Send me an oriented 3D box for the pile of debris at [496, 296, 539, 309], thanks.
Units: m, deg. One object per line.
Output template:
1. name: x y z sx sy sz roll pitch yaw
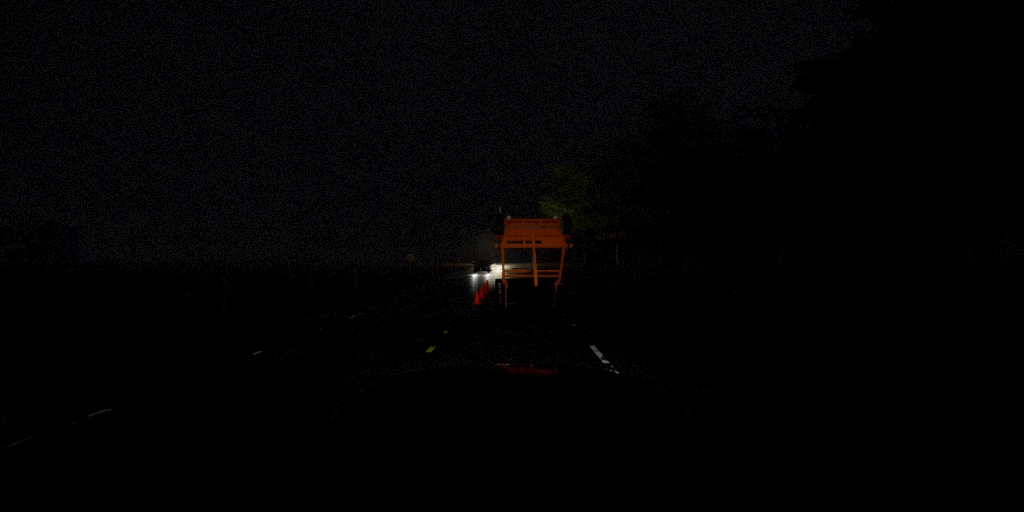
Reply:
1. pile of debris: 0.031 1.904 14.898 1.860 0.140 1.500 0 0 0

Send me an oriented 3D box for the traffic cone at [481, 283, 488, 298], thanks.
1. traffic cone: -1.449 1.692 16.895 0.340 0.580 0.340 0 0 0

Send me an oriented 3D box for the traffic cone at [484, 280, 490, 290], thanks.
1. traffic cone: -1.445 1.690 18.895 0.340 0.580 0.340 0 0 0

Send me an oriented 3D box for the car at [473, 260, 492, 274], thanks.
1. car: -3.408 1.209 41.514 1.837 1.490 4.892 0 0 0

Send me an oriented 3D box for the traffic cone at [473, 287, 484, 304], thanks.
1. traffic cone: -1.453 1.694 14.895 0.340 0.580 0.340 0 0 0

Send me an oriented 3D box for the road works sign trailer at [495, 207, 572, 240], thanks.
1. road works sign trailer: 0.635 -2.366 10.103 2.380 3.560 2.880 0 0 0

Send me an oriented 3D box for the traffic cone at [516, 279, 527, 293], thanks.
1. traffic cone: 0.558 1.688 20.890 0.340 0.580 0.340 0 0 0

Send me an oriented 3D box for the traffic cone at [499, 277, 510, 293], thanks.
1. traffic cone: -0.441 1.688 20.893 0.340 0.580 0.340 0 0 0

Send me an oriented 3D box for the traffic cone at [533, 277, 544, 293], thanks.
1. traffic cone: 1.557 1.688 20.888 0.340 0.580 0.340 0 0 0
